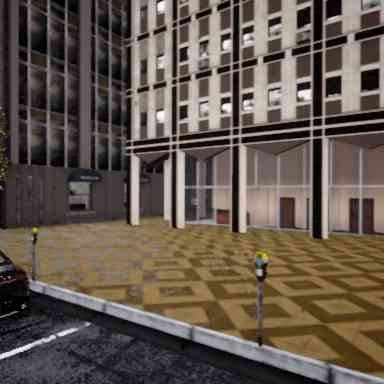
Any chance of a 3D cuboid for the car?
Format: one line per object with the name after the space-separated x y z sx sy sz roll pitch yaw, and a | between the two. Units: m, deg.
-4.799 1.567 6.294 4.403 1.369 2.008 0 0 36 | car
